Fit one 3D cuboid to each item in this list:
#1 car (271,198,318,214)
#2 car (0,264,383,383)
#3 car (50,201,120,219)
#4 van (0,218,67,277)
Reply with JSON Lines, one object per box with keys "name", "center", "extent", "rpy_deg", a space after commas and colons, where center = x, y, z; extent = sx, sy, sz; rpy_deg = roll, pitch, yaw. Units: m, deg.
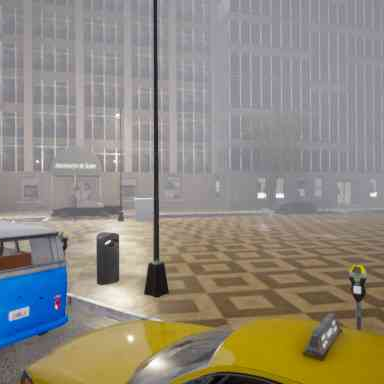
{"name": "car", "center": [9.580, 1.283, 31.193], "extent": [4.181, 1.385, 1.994], "rpy_deg": [0, 0, -14]}
{"name": "car", "center": [0.627, 1.525, 2.279], "extent": [4.829, 1.417, 1.752], "rpy_deg": [0, 0, 35]}
{"name": "car", "center": [-8.436, 1.406, 26.666], "extent": [5.357, 1.411, 2.033], "rpy_deg": [0, 0, -15]}
{"name": "van", "center": [-3.745, 1.343, 5.387], "extent": [3.998, 1.788, 1.690], "rpy_deg": [0, 0, 35]}
